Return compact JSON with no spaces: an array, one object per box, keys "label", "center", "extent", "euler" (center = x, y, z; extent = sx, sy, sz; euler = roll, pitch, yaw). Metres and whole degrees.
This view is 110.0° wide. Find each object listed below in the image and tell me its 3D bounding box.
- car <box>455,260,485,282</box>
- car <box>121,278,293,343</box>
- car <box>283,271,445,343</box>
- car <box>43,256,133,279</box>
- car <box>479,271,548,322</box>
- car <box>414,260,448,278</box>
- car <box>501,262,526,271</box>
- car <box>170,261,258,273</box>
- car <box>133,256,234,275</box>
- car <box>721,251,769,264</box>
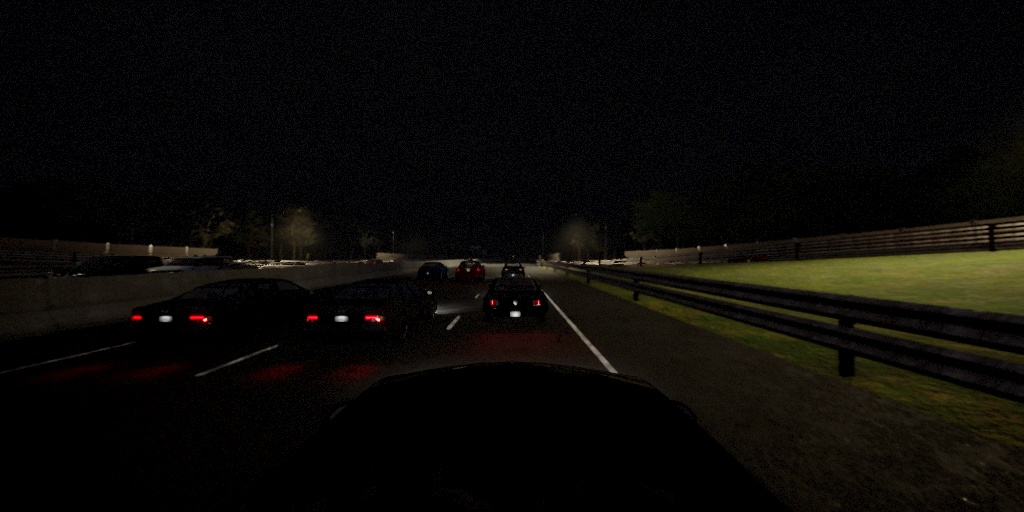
[{"label":"car","center":[-3.402,1.139,29.935],"extent":[2.097,1.767,4.553],"euler":[0,0,0]},{"label":"car","center":[-6.901,1.304,9.653],"extent":[2.033,1.411,5.357],"euler":[0,0,0]},{"label":"car","center":[-3.401,1.303,9.659],"extent":[2.033,1.411,5.357],"euler":[0,0,0]},{"label":"car","center":[-24.601,0.994,22.120],"extent":[2.150,2.045,5.566],"euler":[0,0,0]},{"label":"car","center":[0.099,1.360,12.365],"extent":[1.895,1.301,4.718],"euler":[0,0,0]},{"label":"car","center":[-6.902,1.269,31.836],"extent":[1.882,1.535,5.008],"euler":[0,0,0]},{"label":"car","center":[0.098,1.279,30.156],"extent":[2.128,1.511,4.902],"euler":[0,0,0]},{"label":"car","center":[-17.600,1.264,22.176],"extent":[2.128,1.511,4.902],"euler":[0,0,0]},{"label":"car","center":[-21.100,0.997,23.925],"extent":[2.150,2.045,5.566],"euler":[0,0,0]},{"label":"car","center":[25.782,0.182,39.940],"extent":[1.882,1.535,5.008],"euler":[0,-4,-15]}]
